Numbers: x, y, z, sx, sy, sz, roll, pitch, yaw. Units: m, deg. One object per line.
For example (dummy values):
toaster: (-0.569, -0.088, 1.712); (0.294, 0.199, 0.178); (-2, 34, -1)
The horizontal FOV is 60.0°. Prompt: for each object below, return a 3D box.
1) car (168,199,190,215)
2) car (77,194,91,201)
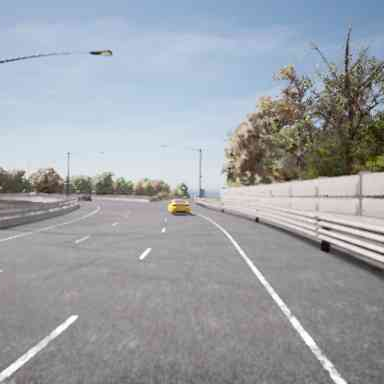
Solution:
car: (-1.376, 1.484, 34.187); (1.882, 1.535, 5.008); (1, 0, -8)
car: (-24.497, 1.169, 75.264); (2.097, 1.767, 4.553); (0, 0, -36)
